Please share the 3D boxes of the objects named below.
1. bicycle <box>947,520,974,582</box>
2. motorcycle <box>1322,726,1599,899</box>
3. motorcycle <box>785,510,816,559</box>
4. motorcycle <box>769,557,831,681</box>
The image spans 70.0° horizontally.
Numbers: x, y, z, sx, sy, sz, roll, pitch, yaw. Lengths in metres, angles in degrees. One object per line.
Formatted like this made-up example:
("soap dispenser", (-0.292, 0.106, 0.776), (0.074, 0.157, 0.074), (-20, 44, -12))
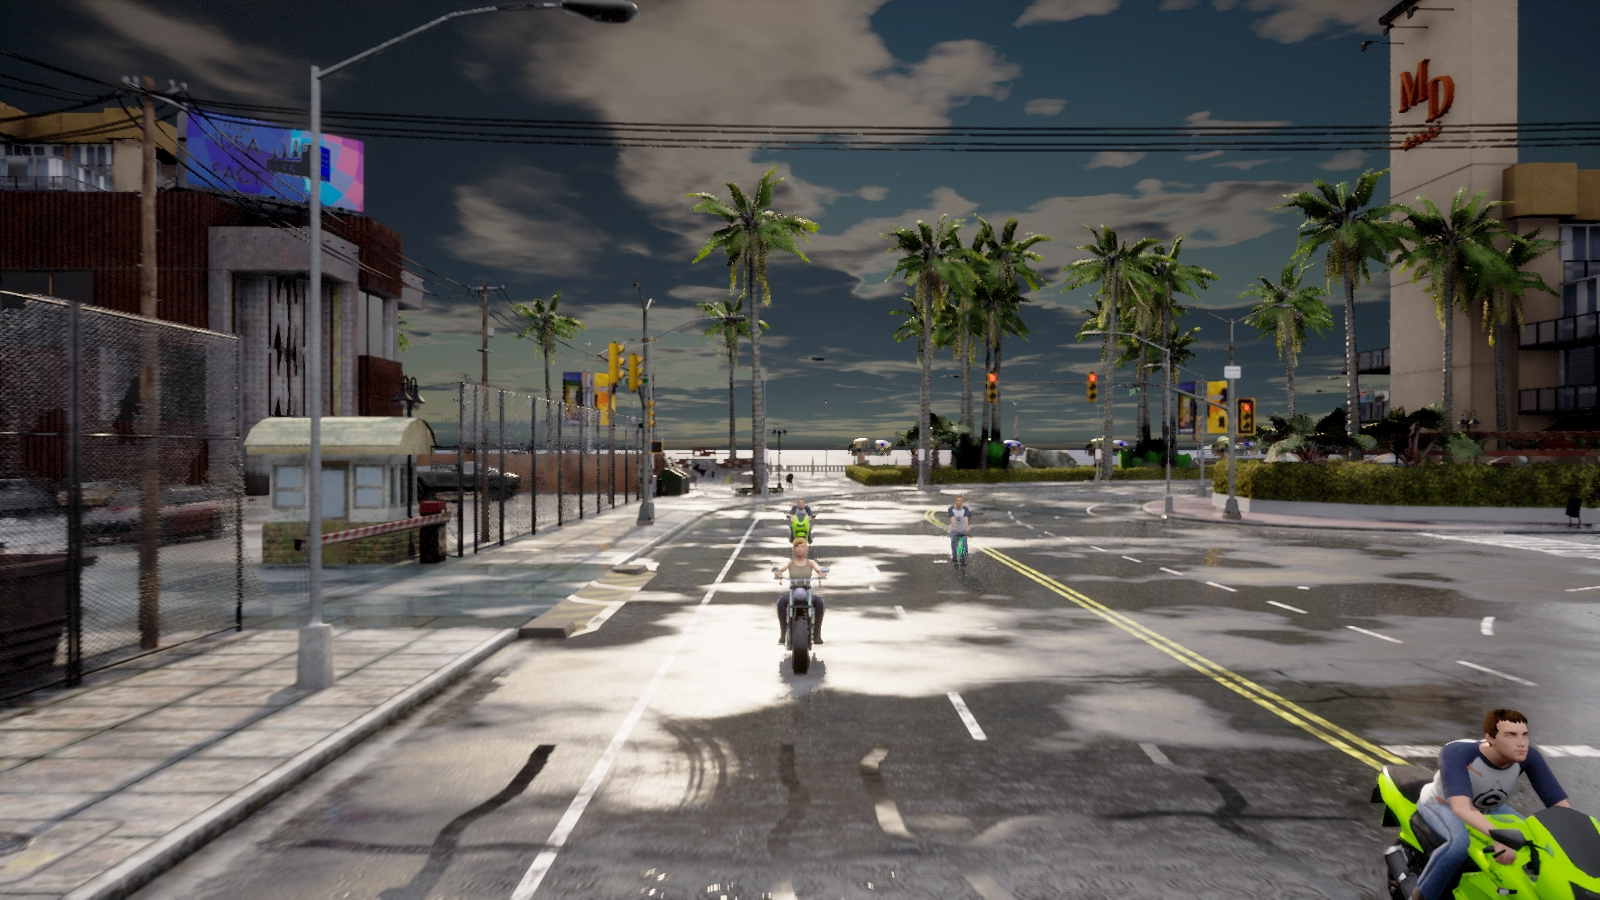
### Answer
("bicycle", (3.522, 2.206, 25.199), (0.373, 1.196, 1.643), (0, 0, 0))
("motorcycle", (3.501, 2.213, 5.765), (0.803, 1.145, 2.033), (0, 0, 0))
("motorcycle", (0.023, 2.212, 30.367), (0.803, 1.145, 2.033), (0, 0, 0))
("motorcycle", (0.002, 2.170, 15.078), (0.764, 1.277, 2.356), (0, 0, 0))
